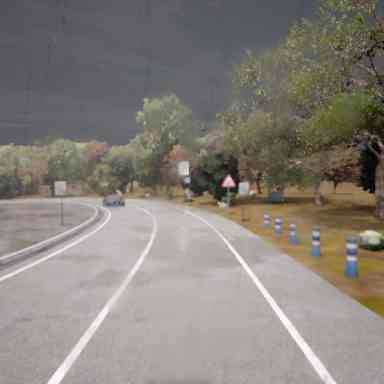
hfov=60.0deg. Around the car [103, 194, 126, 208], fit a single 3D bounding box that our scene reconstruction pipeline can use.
[{"bbox_3d":[-8.840,0.991,37.570,1.994,1.385,4.181,-3,2,-24],"label":"car"}]
